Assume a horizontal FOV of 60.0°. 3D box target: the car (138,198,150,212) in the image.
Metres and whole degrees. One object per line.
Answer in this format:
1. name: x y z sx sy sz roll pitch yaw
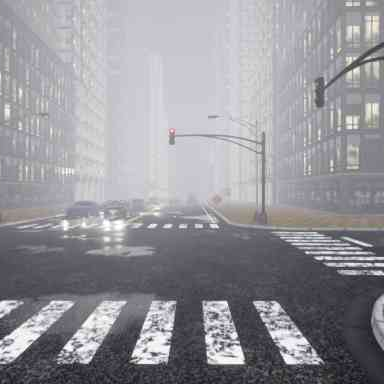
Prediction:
1. car: -6.611 1.522 40.386 1.882 1.535 5.008 0 0 0

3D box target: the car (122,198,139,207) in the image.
1. car: -9.845 1.642 53.711 1.994 1.385 4.181 0 0 0

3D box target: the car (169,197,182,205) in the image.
1. car: -3.168 1.592 60.038 2.128 1.511 4.902 0 0 0

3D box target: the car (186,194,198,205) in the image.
1. car: -0.016 1.606 60.194 1.837 1.490 4.892 0 0 0

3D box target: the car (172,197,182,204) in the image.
1. car: -3.202 1.703 70.366 1.994 1.385 4.181 0 0 0

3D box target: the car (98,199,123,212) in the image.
1. car: -9.865 1.609 40.496 1.994 1.385 4.181 0 0 -1

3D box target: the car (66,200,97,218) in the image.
1. car: -9.862 1.503 30.408 1.882 1.535 5.008 0 0 0

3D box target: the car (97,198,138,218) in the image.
1. car: -6.609 1.517 30.160 2.128 1.511 4.902 0 0 0

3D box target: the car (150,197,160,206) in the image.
1. car: -6.586 1.612 55.898 1.812 1.442 4.674 0 0 0
